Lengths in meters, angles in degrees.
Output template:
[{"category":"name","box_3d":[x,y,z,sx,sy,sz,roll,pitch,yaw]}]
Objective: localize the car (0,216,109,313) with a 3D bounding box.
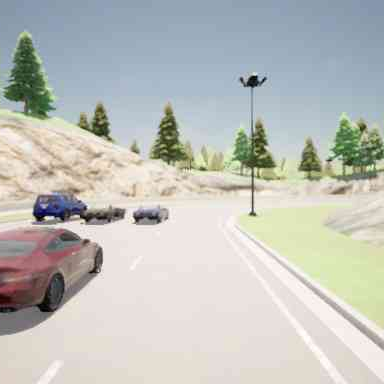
[{"category":"car","box_3d":[-3.432,1.507,7.494,1.812,1.442,4.674,0,0,0]}]

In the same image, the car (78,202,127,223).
[{"category":"car","box_3d":[-6.424,1.541,24.972,1.895,1.301,4.718,0,0,6]}]

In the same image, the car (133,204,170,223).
[{"category":"car","box_3d":[-2.914,1.541,24.957,1.895,1.301,4.718,0,0,6]}]

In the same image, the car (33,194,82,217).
[{"category":"car","box_3d":[-10.021,1.159,25.728,2.150,2.045,5.566,0,0,5]}]
